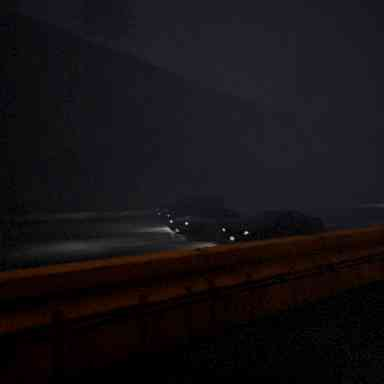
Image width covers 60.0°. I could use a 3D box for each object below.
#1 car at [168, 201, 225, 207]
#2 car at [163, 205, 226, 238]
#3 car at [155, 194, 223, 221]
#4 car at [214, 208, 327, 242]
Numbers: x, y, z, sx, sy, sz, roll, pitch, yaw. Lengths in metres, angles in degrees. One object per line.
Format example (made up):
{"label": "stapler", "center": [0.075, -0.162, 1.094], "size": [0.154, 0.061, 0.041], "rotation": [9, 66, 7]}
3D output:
{"label": "car", "center": [0.919, 1.531, 21.539], "size": [4.181, 1.385, 1.994], "rotation": [0, 0, -33]}
{"label": "car", "center": [1.127, 1.574, 17.517], "size": [4.718, 1.301, 1.895], "rotation": [0, 0, -34]}
{"label": "car", "center": [0.007, 1.186, 25.171], "size": [5.566, 2.045, 2.150], "rotation": [0, 0, -33]}
{"label": "car", "center": [3.861, 1.518, 15.166], "size": [5.357, 1.411, 2.033], "rotation": [0, 0, -34]}
